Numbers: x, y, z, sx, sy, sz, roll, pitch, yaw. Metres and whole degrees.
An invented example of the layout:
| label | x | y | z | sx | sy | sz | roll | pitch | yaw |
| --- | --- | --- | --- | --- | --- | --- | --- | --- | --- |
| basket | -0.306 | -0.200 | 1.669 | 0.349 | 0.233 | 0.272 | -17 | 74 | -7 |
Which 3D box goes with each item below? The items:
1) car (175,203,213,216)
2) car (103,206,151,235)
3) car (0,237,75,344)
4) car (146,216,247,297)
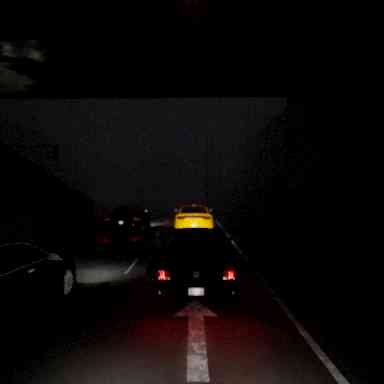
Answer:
| label | x | y | z | sx | sy | sz | roll | pitch | yaw |
| --- | --- | --- | --- | --- | --- | --- | --- | --- | --- |
| car | 0.090 | 1.339 | 17.706 | 1.882 | 1.535 | 5.008 | 0 | 0 | 0 |
| car | -3.410 | 1.423 | 17.984 | 1.994 | 1.385 | 4.181 | 0 | 0 | 0 |
| car | -3.419 | 1.464 | 5.244 | 1.837 | 1.490 | 4.892 | 0 | 1 | 0 |
| car | 0.087 | 1.535 | 8.363 | 1.895 | 1.301 | 4.718 | 0 | 0 | 0 |
